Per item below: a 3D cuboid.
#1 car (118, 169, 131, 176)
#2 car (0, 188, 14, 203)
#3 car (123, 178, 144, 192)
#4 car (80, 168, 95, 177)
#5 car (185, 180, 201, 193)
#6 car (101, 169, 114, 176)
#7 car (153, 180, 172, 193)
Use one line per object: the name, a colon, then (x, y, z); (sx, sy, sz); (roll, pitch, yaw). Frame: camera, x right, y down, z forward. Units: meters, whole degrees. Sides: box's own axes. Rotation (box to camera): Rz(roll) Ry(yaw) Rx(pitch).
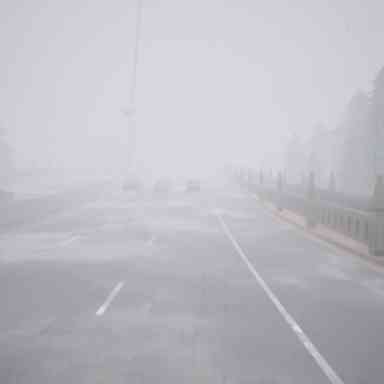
car: (-13.683, -4.073, 67.790); (1.994, 1.385, 4.181); (0, 7, 0)
car: (-17.452, 0.393, 28.519); (2.033, 1.411, 5.357); (0, 6, 1)
car: (-6.832, -0.859, 39.167); (2.128, 1.511, 4.902); (0, 7, 1)
car: (-20.694, -3.892, 65.859); (1.837, 1.490, 4.892); (0, 7, 0)
car: (0.158, -0.742, 38.582); (2.033, 1.411, 5.357); (0, 7, 1)
car: (-17.183, -4.073, 67.810); (1.994, 1.385, 4.181); (0, 7, 0)
car: (-3.342, -0.743, 38.609); (2.033, 1.411, 5.357); (0, 7, 1)
